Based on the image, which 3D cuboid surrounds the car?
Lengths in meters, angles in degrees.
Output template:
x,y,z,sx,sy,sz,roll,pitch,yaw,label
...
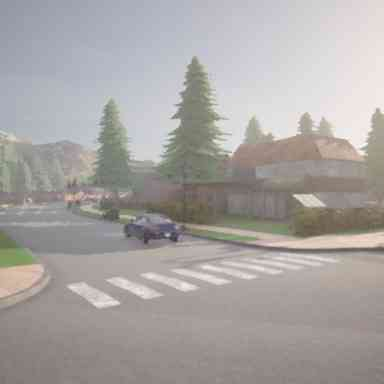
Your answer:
x,y,z,sx,sy,sz,roll,pitch,yaw,label
-2.213,1.880,17.907,1.812,1.442,4.674,1,-1,-27,car
